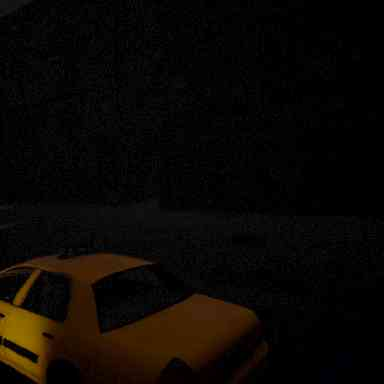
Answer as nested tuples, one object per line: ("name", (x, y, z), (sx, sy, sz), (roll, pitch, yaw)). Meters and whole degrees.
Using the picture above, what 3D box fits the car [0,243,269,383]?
("car", (-1.714, 1.476, 4.530), (5.366, 1.575, 1.946), (0, 0, 35))
